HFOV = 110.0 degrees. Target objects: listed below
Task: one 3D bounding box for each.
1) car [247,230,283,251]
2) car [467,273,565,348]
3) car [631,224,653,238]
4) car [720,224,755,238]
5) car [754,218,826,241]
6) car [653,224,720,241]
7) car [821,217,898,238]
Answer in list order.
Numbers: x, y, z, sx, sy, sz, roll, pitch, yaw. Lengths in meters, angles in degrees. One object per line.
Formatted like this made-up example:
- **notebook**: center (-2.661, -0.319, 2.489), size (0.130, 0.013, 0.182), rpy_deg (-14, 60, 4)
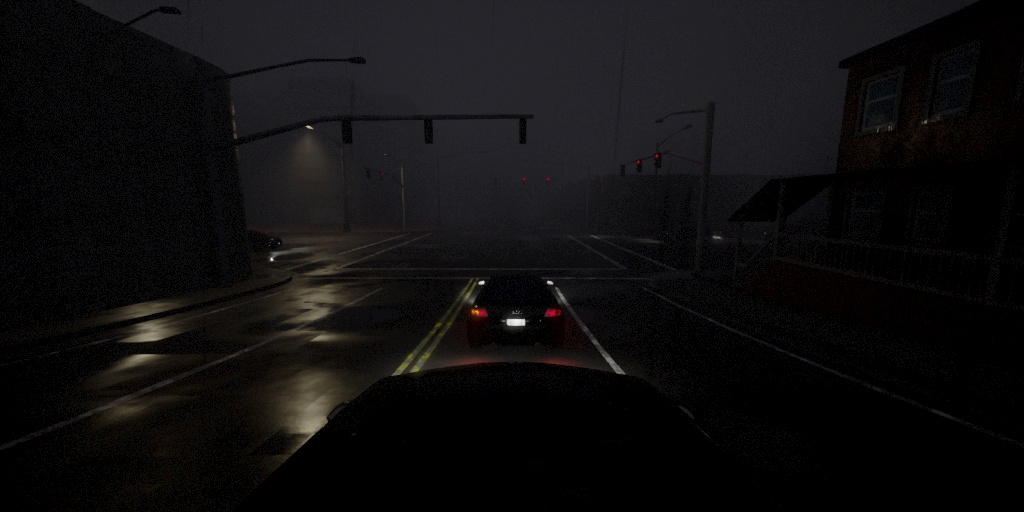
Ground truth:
- **car**: center (-19.958, -1.191, 26.993), size (4.892, 1.490, 1.837), rpy_deg (0, 8, 1)
- **car**: center (0.094, 1.090, 8.707), size (1.994, 1.385, 4.181), rpy_deg (0, 3, 0)
- **car**: center (14.962, -2.644, 37.393), size (4.718, 1.301, 1.895), rpy_deg (0, 8, 1)
- **car**: center (23.770, -2.676, 37.315), size (4.181, 1.385, 1.994), rpy_deg (0, 8, 1)
- **car**: center (26.670, -2.501, 33.782), size (5.566, 2.045, 2.150), rpy_deg (0, 8, 1)
- **car**: center (16.402, -2.226, 33.893), size (4.892, 1.490, 1.837), rpy_deg (0, 8, 0)
- **car**: center (35.859, -3.004, 37.169), size (5.566, 2.045, 2.150), rpy_deg (0, 8, 1)
